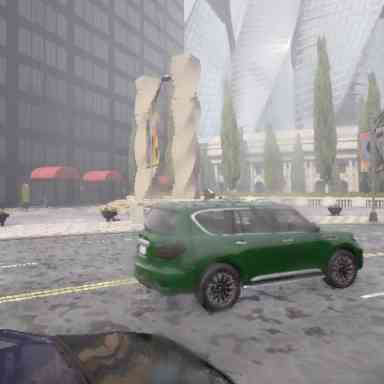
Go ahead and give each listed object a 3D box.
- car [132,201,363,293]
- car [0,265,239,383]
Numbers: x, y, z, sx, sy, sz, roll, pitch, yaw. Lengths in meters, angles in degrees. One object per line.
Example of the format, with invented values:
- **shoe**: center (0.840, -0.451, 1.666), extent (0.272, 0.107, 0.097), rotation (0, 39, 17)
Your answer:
- **car**: center (1.419, 1.221, 7.756), extent (5.566, 2.045, 2.150), rotation (0, 0, -27)
- **car**: center (-1.474, 1.562, 1.797), extent (4.181, 1.385, 1.994), rotation (0, 0, -37)
